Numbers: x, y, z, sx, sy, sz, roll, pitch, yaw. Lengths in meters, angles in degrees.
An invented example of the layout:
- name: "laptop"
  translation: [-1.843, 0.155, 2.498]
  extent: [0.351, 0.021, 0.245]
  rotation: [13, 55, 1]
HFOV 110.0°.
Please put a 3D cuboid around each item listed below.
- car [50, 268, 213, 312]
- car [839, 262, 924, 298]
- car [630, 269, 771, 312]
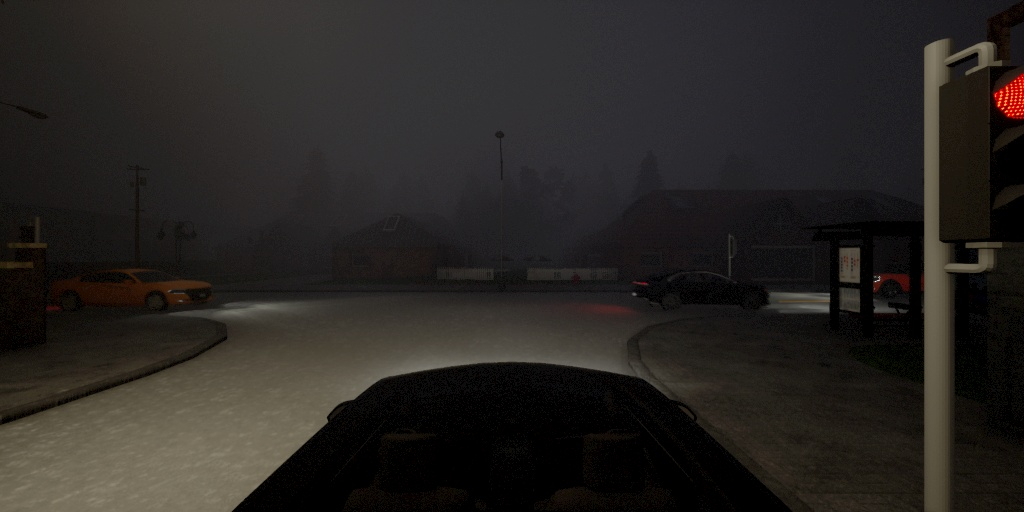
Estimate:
- name: "car"
  translation: [-14.307, 1.228, 13.676]
  extent: [5.008, 1.535, 1.882]
  rotation: [0, 0, 0]
- name: "car"
  translation: [19.209, 1.102, 17.880]
  extent: [4.553, 1.767, 2.097]
  rotation: [0, 0, 0]
- name: "car"
  translation: [7.077, 1.241, 13.678]
  extent: [4.902, 1.511, 2.128]
  rotation: [0, 0, 0]
